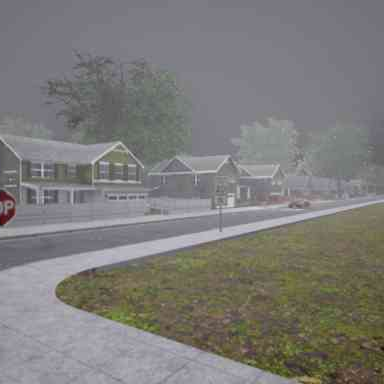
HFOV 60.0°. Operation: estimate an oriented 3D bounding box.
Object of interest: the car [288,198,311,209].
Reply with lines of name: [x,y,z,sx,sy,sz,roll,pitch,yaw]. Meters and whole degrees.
car: [15.049,1.539,46.155,2.033,1.411,5.357,0,0,35]
